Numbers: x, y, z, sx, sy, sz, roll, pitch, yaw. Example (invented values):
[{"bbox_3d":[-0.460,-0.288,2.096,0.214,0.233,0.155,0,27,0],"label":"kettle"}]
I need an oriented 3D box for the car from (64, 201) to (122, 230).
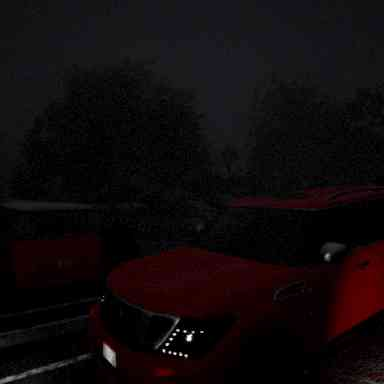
[{"bbox_3d":[-6.635,1.433,21.881,2.097,1.535,5.008,0,0,-36],"label":"car"}]

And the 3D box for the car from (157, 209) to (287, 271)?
[{"bbox_3d":[0.789,1.475,11.749,2.002,1.452,4.674,0,0,-36],"label":"car"}]

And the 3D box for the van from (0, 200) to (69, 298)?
[{"bbox_3d":[-3.858,1.215,8.530,1.878,1.987,4.442,0,0,-36],"label":"van"}]

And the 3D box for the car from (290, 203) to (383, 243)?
[{"bbox_3d":[7.663,1.423,16.710,2.097,1.535,5.008,0,0,-36],"label":"car"}]

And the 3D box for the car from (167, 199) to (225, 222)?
[{"bbox_3d":[0.220,1.423,26.858,2.231,1.521,4.892,0,0,-36],"label":"car"}]

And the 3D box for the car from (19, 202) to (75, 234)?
[{"bbox_3d":[-8.923,1.436,20.227,2.097,1.535,5.008,0,0,-36],"label":"car"}]

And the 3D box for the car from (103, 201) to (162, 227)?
[{"bbox_3d":[-4.348,1.431,23.537,2.231,1.521,4.892,0,0,-36],"label":"car"}]

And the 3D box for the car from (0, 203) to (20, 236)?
[{"bbox_3d":[-11.232,1.469,18.599,2.163,1.488,4.792,0,0,-36],"label":"car"}]

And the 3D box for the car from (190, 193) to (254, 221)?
[{"bbox_3d":[2.427,1.165,28.412,2.435,2.045,5.566,0,0,-36],"label":"car"}]

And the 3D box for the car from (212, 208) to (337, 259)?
[{"bbox_3d":[3.082,1.472,13.401,2.002,1.452,4.674,0,0,-36],"label":"car"}]

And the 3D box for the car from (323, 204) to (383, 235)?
[{"bbox_3d":[9.952,1.457,18.369,2.002,1.452,4.674,0,0,-36],"label":"car"}]

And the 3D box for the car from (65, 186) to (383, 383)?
[{"bbox_3d":[1.454,1.016,4.720,5.566,2.045,2.150,-4,2,-35],"label":"car"}]

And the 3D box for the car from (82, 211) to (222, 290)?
[{"bbox_3d":[-1.482,1.468,10.067,2.163,1.488,4.792,0,0,-36],"label":"car"}]
